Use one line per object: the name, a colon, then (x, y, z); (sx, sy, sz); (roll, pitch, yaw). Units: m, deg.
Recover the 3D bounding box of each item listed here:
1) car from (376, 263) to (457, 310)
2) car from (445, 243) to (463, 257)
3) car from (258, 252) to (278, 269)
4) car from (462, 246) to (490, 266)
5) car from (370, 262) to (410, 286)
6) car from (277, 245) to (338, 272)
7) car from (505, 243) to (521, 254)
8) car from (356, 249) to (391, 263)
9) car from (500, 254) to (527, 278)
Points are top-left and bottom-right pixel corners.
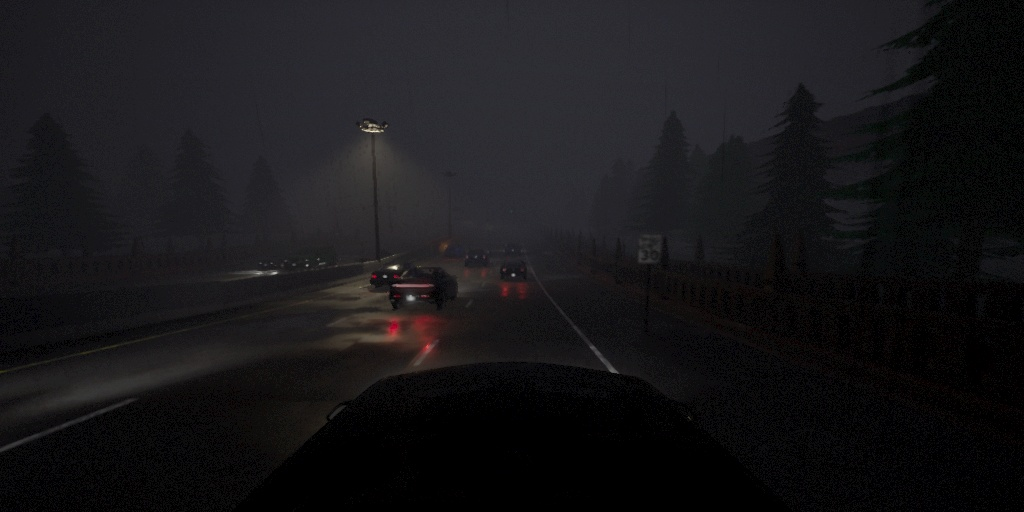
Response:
car: (-3.400, 1.197, 14.483); (2.128, 1.511, 4.902); (0, 1, 0)
car: (-6.893, -0.829, 43.885); (1.882, 1.535, 5.008); (0, 7, 0)
car: (-21.087, 0.324, 33.072); (1.837, 1.490, 4.892); (0, 5, 0)
car: (-3.401, -0.075, 35.819); (2.097, 1.767, 4.553); (0, 5, 0)
car: (-6.899, 1.057, 21.977); (2.033, 1.411, 5.357); (0, 2, 0)
car: (-17.592, 0.154, 31.666); (2.150, 2.045, 5.566); (0, 4, 0)
car: (0.112, -0.961, 45.730); (1.994, 1.385, 4.181); (0, 7, 0)
car: (-14.088, 0.019, 36.864); (2.033, 1.411, 5.357); (0, 6, 0)
car: (0.100, 0.866, 26.836); (1.895, 1.301, 4.718); (0, 3, 0)
